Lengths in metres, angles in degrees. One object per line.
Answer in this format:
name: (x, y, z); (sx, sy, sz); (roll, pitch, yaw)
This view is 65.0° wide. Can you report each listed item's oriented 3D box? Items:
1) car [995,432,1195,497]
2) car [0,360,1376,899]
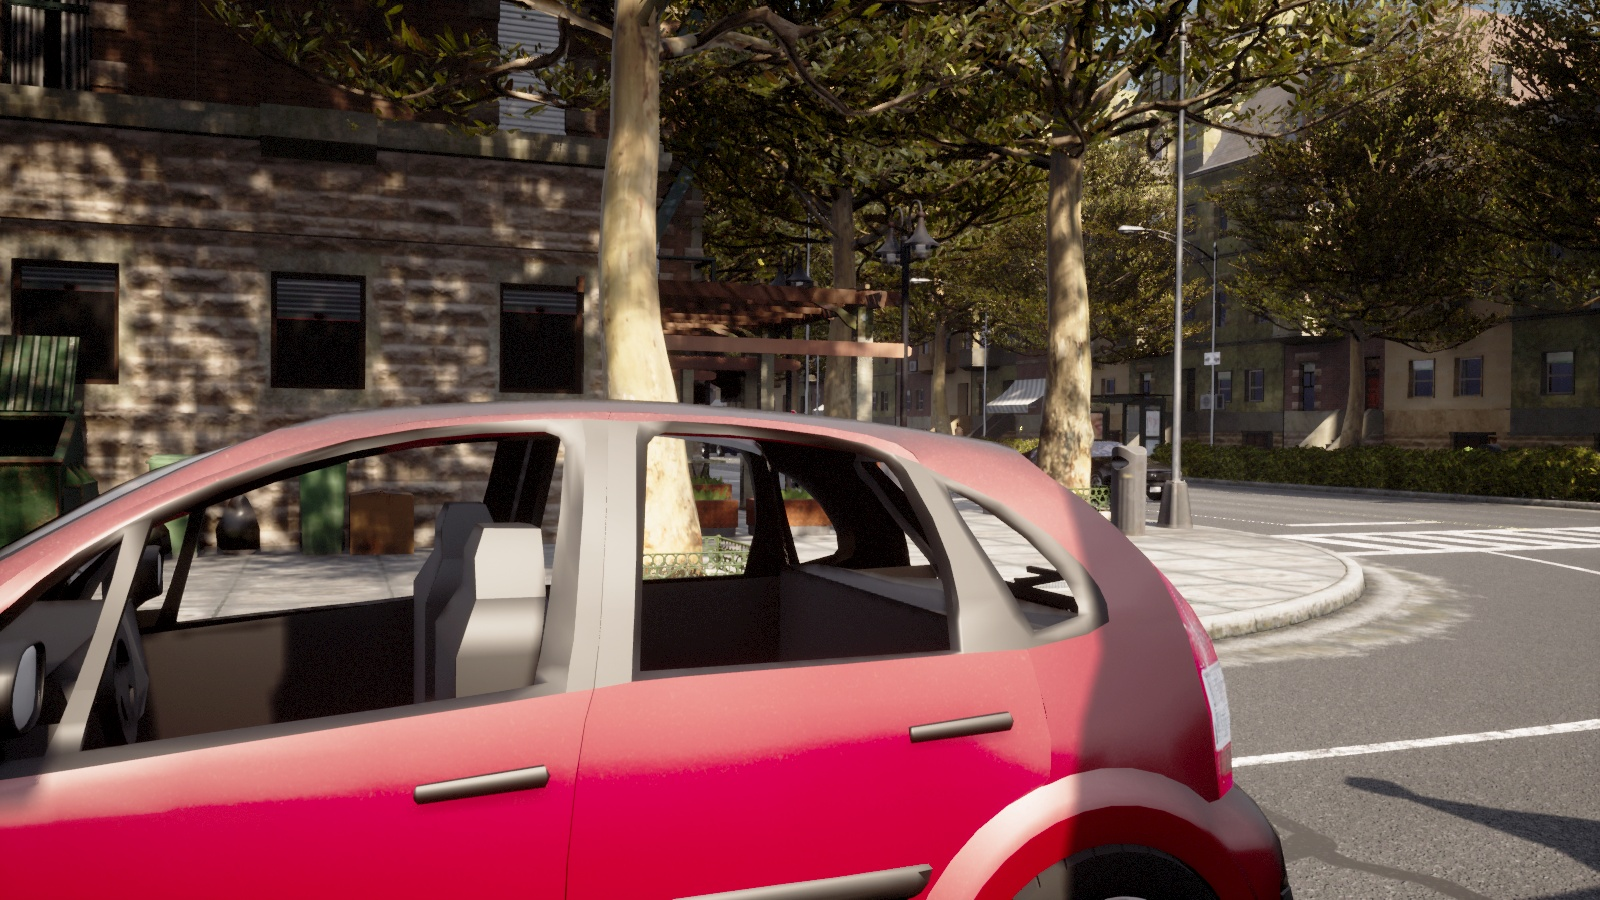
car: (6.935, 0.279, 30.226); (2.033, 1.411, 5.357); (-1, 1, -21)
car: (-0.947, 0.660, 2.878); (3.988, 1.617, 1.851); (-1, 1, -21)
